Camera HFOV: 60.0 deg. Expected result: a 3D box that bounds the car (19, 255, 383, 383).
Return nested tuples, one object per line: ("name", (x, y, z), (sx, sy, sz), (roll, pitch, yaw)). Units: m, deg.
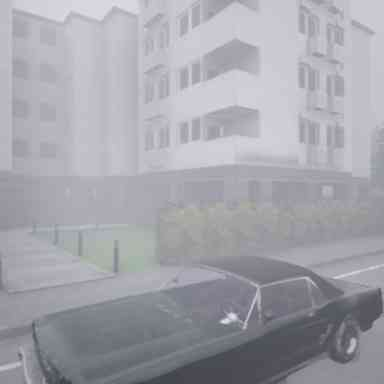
("car", (0.451, 1.614, 4.317), (4.718, 1.301, 1.895), (0, 0, -36))
